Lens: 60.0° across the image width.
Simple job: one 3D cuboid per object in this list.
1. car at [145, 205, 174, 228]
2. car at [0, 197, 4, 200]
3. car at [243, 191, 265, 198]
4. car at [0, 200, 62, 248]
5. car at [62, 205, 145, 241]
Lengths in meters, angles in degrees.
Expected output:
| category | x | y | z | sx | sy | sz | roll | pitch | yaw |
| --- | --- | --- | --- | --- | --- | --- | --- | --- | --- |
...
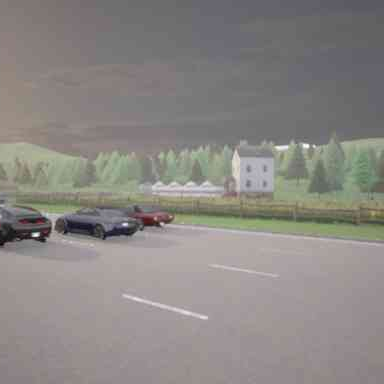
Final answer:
| category | x | y | z | sx | sy | sz | roll | pitch | yaw |
| --- | --- | --- | --- | --- | --- | --- | --- | --- | --- |
| car | -3.402 | 1.377 | 19.128 | 4.718 | 1.301 | 1.895 | 1 | 1 | 35 |
| car | -17.992 | 1.015 | 29.311 | 4.674 | 1.442 | 1.812 | 1 | 1 | 35 |
| car | 13.629 | 0.702 | 73.132 | 4.605 | 1.855 | 1.932 | 1 | 1 | 35 |
| car | -7.714 | 1.277 | 13.602 | 4.892 | 1.490 | 1.837 | 1 | 1 | 35 |
| car | -4.547 | 1.358 | 15.660 | 4.181 | 1.385 | 1.994 | 1 | 1 | 35 |
